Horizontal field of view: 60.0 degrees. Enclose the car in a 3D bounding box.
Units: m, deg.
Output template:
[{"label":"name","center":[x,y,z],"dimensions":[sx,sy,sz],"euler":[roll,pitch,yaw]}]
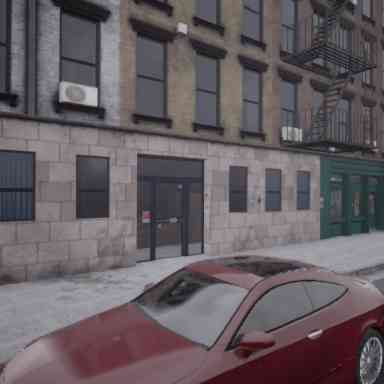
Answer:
[{"label":"car","center":[0.453,1.526,3.725],"dimensions":[4.674,1.442,1.812],"euler":[0,0,-36]}]
